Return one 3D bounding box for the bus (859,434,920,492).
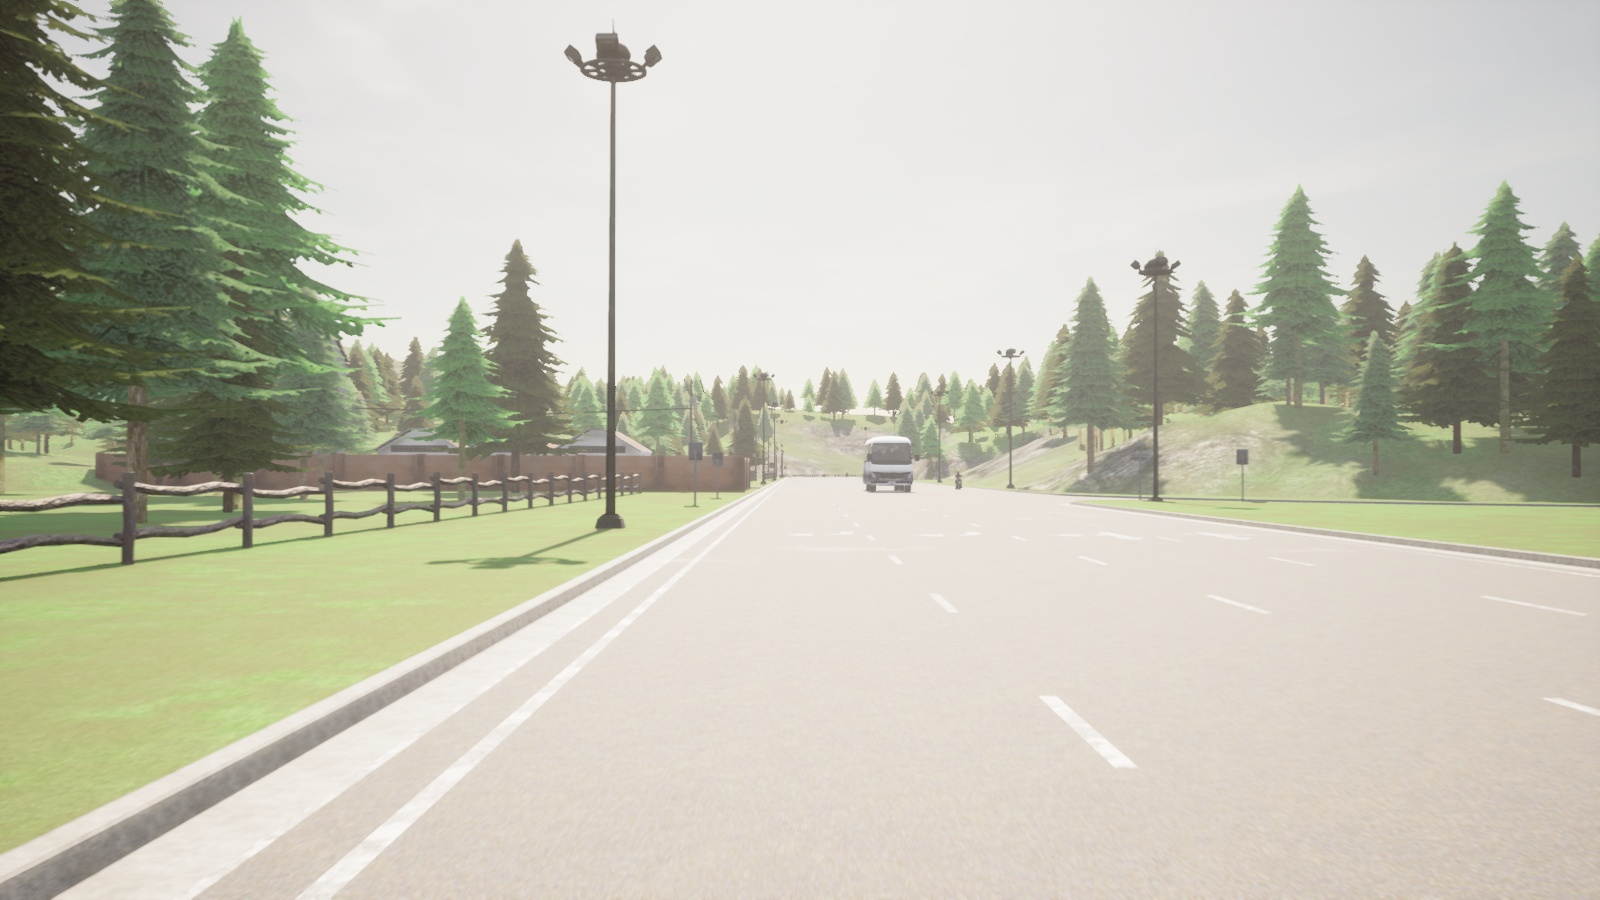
[{"bbox_3d":[6.779,1.034,96.955,3.944,4.253,10.273,0,-1,0],"label":"bus"}]
